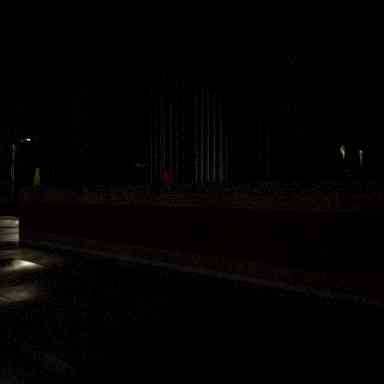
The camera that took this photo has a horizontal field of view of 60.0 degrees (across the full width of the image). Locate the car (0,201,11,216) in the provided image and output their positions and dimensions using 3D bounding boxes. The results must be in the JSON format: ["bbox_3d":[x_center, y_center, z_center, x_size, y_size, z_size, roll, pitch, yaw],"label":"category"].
[{"bbox_3d":[-16.423,1.547,29.102,2.128,1.511,4.902,0,0,37],"label":"car"}]

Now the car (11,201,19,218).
[{"bbox_3d":[-12.265,1.603,28.823,2.033,1.411,5.357,0,0,37],"label":"car"}]
